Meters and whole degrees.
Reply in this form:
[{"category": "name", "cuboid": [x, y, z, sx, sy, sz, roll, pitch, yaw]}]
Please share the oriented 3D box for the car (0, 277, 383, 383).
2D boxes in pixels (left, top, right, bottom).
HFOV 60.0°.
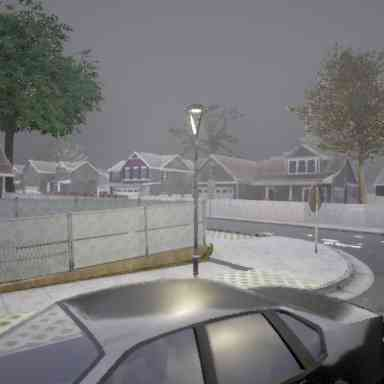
[{"category": "car", "cuboid": [-0.416, 1.549, 2.651, 5.357, 1.411, 2.033, 0, 0, -35]}]
